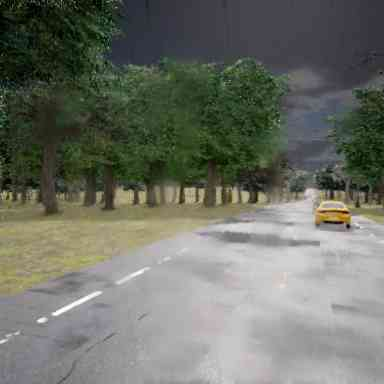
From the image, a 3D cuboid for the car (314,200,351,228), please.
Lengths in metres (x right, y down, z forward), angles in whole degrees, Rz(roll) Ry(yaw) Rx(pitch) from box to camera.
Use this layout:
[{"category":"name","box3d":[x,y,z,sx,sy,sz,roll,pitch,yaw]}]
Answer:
[{"category":"car","box3d":[8.899,1.322,21.168,1.882,1.535,5.008,1,1,20]}]

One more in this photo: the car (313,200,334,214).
[{"category":"car","box3d":[13.899,1.520,35.233,1.895,1.301,4.718,1,0,20]}]
